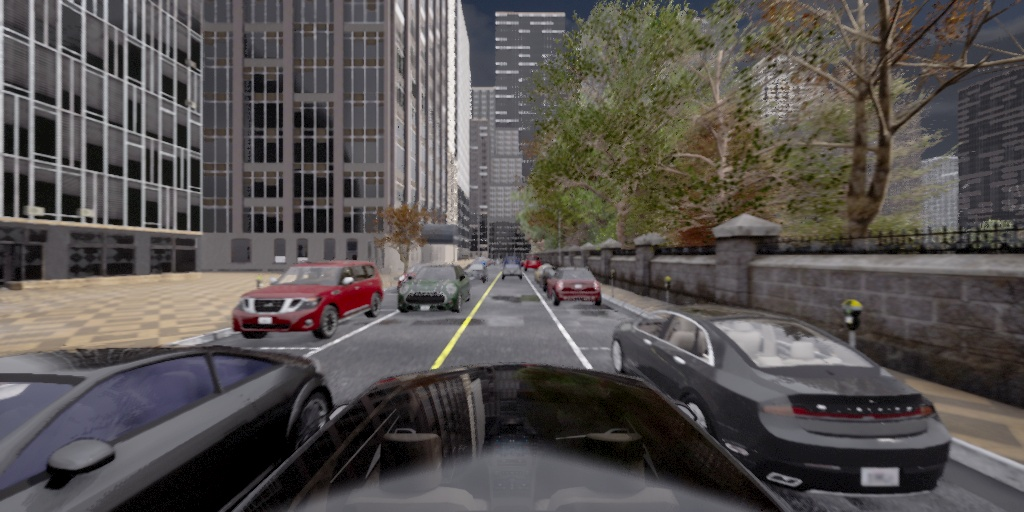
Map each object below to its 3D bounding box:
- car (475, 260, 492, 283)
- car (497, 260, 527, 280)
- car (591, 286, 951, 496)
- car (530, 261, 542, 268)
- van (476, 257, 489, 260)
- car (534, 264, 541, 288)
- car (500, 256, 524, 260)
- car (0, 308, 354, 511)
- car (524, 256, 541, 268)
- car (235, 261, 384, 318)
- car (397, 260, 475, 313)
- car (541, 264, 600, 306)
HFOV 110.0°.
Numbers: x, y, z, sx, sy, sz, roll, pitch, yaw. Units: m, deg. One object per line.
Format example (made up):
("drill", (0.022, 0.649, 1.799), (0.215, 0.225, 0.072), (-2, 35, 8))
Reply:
("car", (-2.822, 1.294, 27.797), (1.812, 1.442, 4.674), (0, 0, 0))
("car", (-0.005, 1.318, 31.787), (2.033, 1.411, 5.357), (0, 0, 0))
("car", (2.565, 1.303, 4.682), (2.007, 1.370, 4.403), (0, 0, 0))
("car", (2.561, 1.293, 27.033), (1.751, 1.417, 4.829), (0, 0, 0))
("van", (-5.326, 1.121, 60.139), (1.690, 1.789, 3.998), (0, 0, 0))
("car", (2.562, 1.330, 21.318), (1.948, 1.339, 4.313), (0, 0, 0))
("car", (0.018, 1.000, 45.177), (2.150, 2.045, 5.566), (0, 0, 0))
("car", (-2.849, 1.315, 2.049), (1.994, 1.385, 4.181), (0, 0, 0))
("car", (2.741, 1.002, 47.953), (2.150, 2.045, 5.566), (0, 0, 0))
("car", (-5.316, 1.071, 10.234), (2.192, 1.841, 5.009), (0, 0, 0))
("car", (-2.847, 1.111, 13.982), (2.097, 1.767, 4.553), (0, 0, 0))
("car", (2.563, 1.201, 15.773), (1.967, 1.591, 4.097), (0, 0, 0))
